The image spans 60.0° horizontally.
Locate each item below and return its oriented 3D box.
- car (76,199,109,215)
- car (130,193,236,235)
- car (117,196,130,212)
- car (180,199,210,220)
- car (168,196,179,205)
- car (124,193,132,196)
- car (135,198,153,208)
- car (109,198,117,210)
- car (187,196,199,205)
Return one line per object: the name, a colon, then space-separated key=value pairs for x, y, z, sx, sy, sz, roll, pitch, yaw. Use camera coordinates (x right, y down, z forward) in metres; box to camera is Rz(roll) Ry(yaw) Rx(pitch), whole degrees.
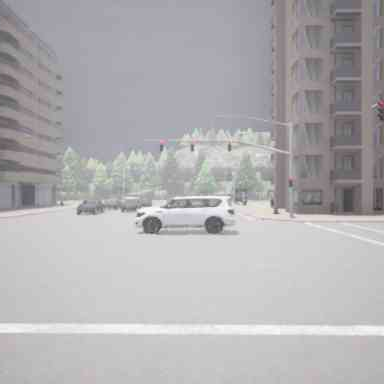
car: x=-10.498 y=1.524 z=34.690 sx=1.837 sy=1.490 sz=4.892 roll=0 pitch=0 yaw=0
car: x=-0.341 y=1.231 z=18.514 sx=5.566 sy=2.045 sz=2.150 roll=0 pitch=0 yaw=1
car: x=-6.974 y=1.527 z=38.876 sx=1.837 sy=1.490 sz=4.892 roll=0 pitch=0 yaw=0
car: x=0.163 y=1.495 z=30.134 sx=1.882 sy=1.535 sz=5.008 roll=-1 pitch=0 yaw=-9
car: x=-3.348 y=1.559 z=60.233 sx=1.812 sy=1.442 sz=4.674 roll=0 pitch=0 yaw=0
car: x=-10.399 y=1.247 z=56.065 sx=2.150 sy=2.045 sz=5.566 roll=0 pitch=1 yaw=1
car: x=-6.935 y=1.591 z=48.820 sx=1.994 sy=1.385 sz=4.181 roll=0 pitch=0 yaw=1
car: x=-10.471 y=1.550 z=43.940 sx=1.812 sy=1.442 sz=4.674 roll=0 pitch=0 yaw=0
car: x=0.152 y=1.525 z=60.225 sx=2.128 sy=1.511 sz=4.902 roll=0 pitch=0 yaw=0
